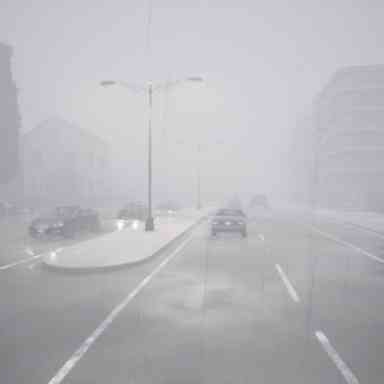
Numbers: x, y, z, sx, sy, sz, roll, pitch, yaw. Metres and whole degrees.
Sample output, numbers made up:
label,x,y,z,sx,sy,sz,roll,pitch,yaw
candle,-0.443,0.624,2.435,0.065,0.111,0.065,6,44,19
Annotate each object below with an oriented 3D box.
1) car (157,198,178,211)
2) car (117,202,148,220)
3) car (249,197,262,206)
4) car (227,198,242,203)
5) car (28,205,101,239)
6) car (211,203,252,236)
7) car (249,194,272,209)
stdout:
label,x,y,z,sx,sy,sz,roll,pitch,yaw
car,-3.020,1.512,41.450,1.812,1.442,4.674,0,0,8
car,-4.852,1.544,28.318,1.994,1.385,4.181,0,0,8
car,10.632,1.603,56.083,1.994,1.385,4.181,0,0,8
car,5.868,1.513,46.299,2.128,1.511,4.902,0,0,8
car,-6.372,1.467,17.171,2.128,1.511,4.902,0,0,8
car,2.078,1.555,18.453,2.033,1.411,5.357,0,0,8
car,9.239,1.256,45.768,2.150,2.045,5.566,0,0,8
